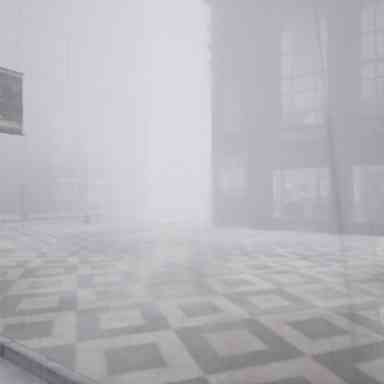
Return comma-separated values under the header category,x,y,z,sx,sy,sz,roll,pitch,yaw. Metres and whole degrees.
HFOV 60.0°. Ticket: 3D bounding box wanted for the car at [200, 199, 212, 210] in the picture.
category,x,y,z,sx,sy,sz,roll,pitch,yaw
car,3.184,1.867,53.160,2.097,1.767,4.553,0,0,36
